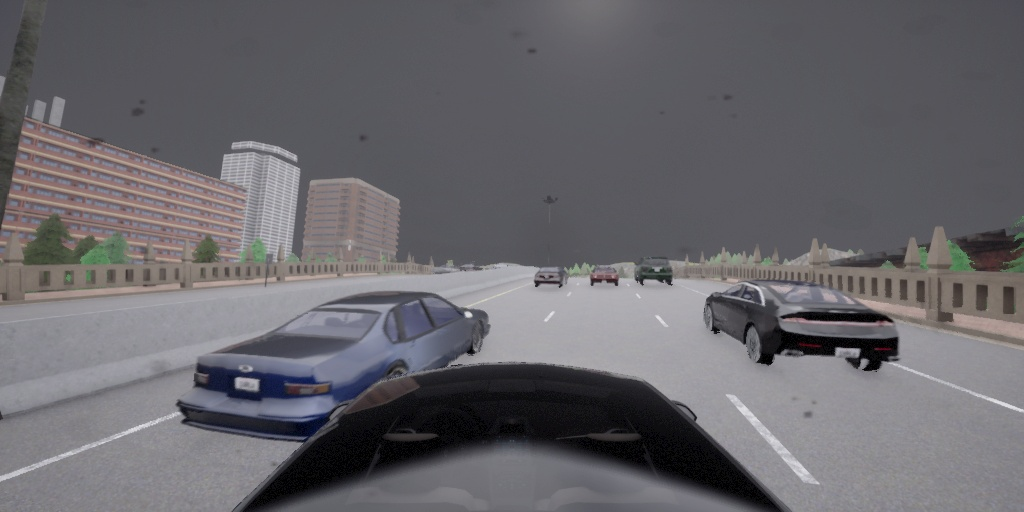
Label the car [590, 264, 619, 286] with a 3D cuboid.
[{"bbox_3d":[6.747,1.421,26.231,1.895,1.301,4.718,0,0,14],"label":"car"}]

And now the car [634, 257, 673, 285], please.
[{"bbox_3d":[10.532,1.056,26.939,2.150,2.045,5.566,0,0,14],"label":"car"}]

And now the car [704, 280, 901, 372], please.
[{"bbox_3d":[5.729,1.267,7.837,2.128,1.511,4.902,0,0,14],"label":"car"}]

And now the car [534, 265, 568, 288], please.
[{"bbox_3d":[2.781,1.355,24.812,2.033,1.411,5.357,0,0,14],"label":"car"}]

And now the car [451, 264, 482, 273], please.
[{"bbox_3d":[-4.628,1.560,39.178,1.994,1.385,4.181,0,-2,14],"label":"car"}]

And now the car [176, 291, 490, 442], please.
[{"bbox_3d":[-1.969,1.303,5.928,2.033,1.411,5.357,0,0,14],"label":"car"}]

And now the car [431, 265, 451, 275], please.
[{"bbox_3d":[-7.566,1.674,41.835,1.895,1.301,4.718,0,-3,14],"label":"car"}]

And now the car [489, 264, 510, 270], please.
[{"bbox_3d":[-1.121,1.545,38.766,1.812,1.442,4.674,0,-2,14],"label":"car"}]
